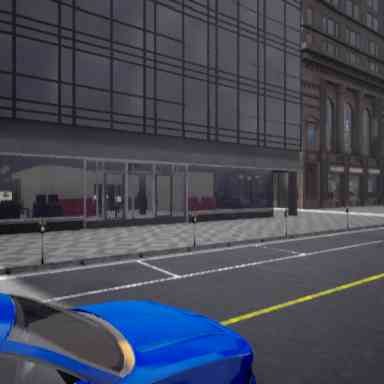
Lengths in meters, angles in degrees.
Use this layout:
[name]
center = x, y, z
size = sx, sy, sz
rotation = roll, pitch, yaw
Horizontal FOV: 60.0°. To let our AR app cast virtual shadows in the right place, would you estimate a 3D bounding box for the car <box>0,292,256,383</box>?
[car]
center = -1.705, 1.471, 2.218
size = 5.008, 1.535, 1.882
rotation = 0, 0, -35
